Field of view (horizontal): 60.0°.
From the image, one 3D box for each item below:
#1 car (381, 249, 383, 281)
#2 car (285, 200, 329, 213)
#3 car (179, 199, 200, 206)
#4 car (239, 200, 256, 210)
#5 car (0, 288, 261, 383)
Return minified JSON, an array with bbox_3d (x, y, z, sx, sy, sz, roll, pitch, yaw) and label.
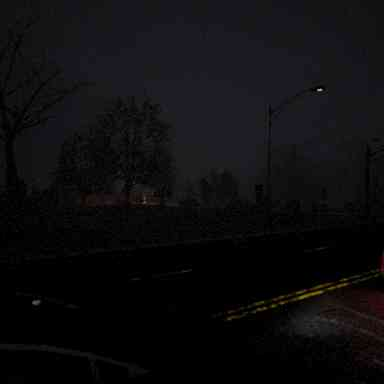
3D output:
[{"bbox_3d":[6.704,1.362,8.265,4.553,1.767,2.097,0,0,-36],"label":"car"},{"bbox_3d":[12.788,1.616,37.225,1.882,1.535,5.008,2,-2,-36],"label":"car"},{"bbox_3d":[-0.426,1.803,55.704,1.812,1.442,4.674,2,-1,-34],"label":"car"},{"bbox_3d":[6.963,1.759,45.159,1.994,1.385,4.181,2,-2,-37],"label":"car"},{"bbox_3d":[-1.592,1.492,2.302,4.902,1.511,2.128,0,0,-36],"label":"car"}]
